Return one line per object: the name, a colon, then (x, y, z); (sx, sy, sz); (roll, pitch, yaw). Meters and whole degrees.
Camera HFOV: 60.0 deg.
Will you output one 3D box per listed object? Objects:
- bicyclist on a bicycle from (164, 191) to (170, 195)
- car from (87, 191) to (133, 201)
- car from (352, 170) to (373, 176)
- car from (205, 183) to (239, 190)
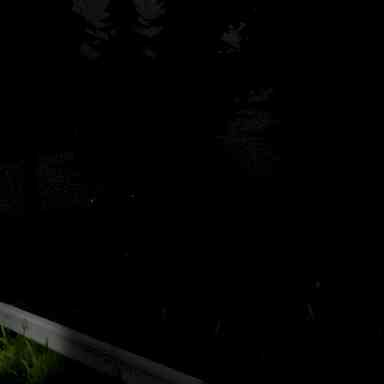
bicyclist on a bicycle: (-2.190, 0.300, 28.814); (0.582, 1.620, 1.656); (1, 4, -28)
car: (-8.108, 0.635, 32.946); (4.553, 1.767, 2.097); (-5, 3, -29)
car: (18.207, -1.446, 36.056); (4.553, 1.767, 2.097); (-5, -1, 22)
car: (2.868, -0.140, 37.361); (5.008, 1.535, 1.882); (-5, 1, -9)
